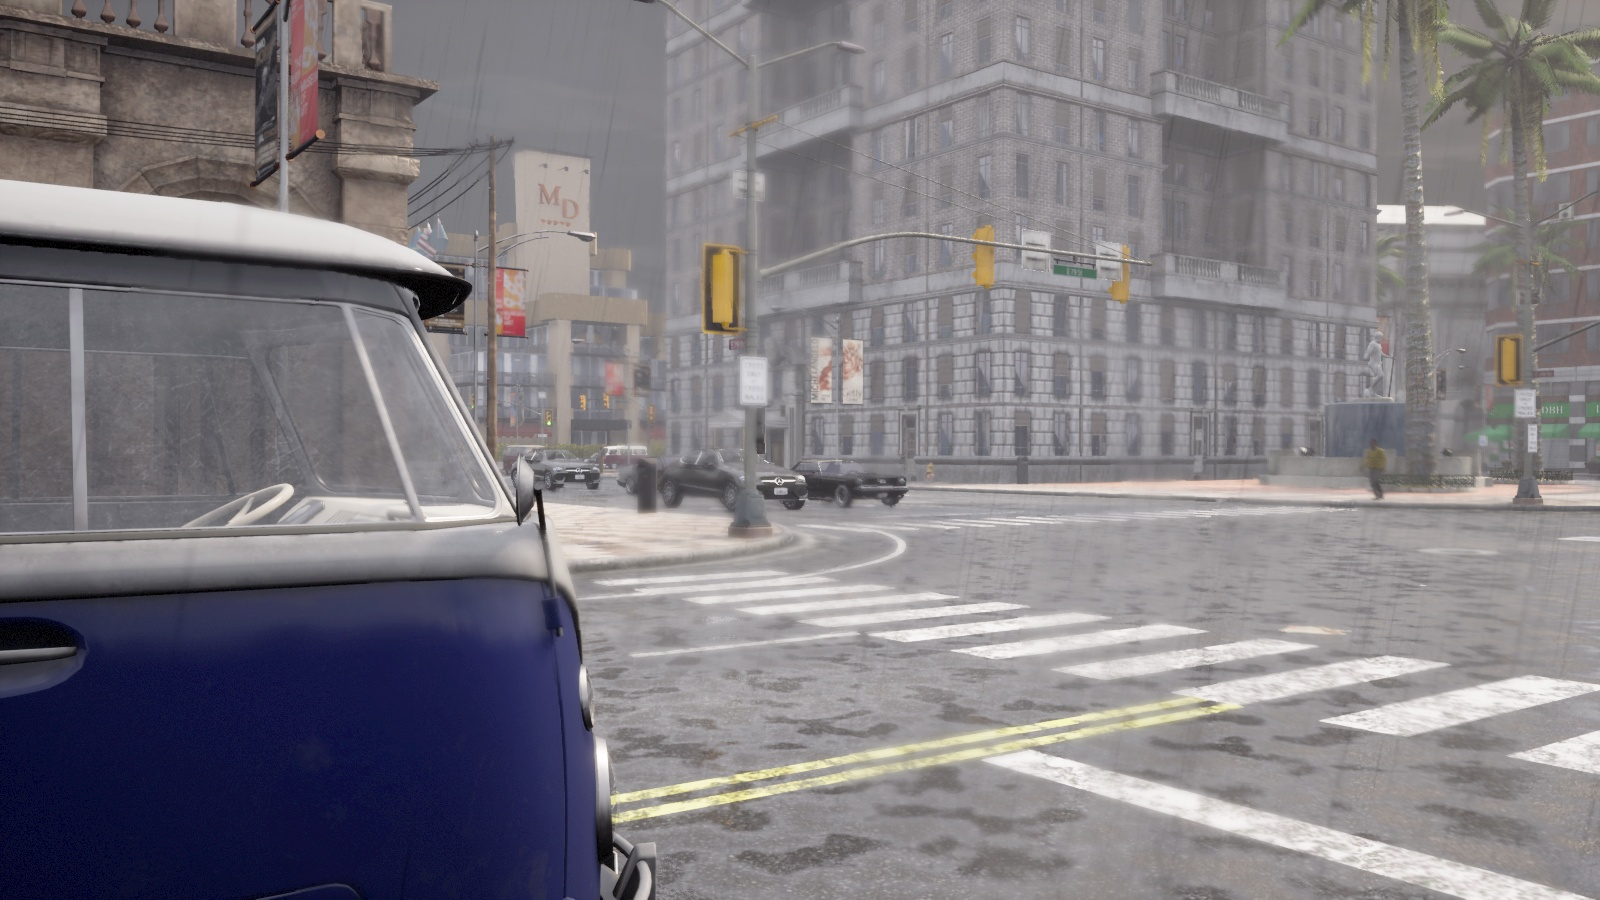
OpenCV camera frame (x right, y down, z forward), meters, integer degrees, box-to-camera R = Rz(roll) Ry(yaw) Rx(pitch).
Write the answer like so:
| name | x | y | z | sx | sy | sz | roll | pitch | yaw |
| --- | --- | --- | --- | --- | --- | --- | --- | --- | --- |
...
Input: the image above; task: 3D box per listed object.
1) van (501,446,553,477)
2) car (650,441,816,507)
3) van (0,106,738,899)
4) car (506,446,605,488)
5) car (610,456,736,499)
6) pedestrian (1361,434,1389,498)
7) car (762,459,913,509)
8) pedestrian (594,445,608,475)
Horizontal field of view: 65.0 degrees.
| name | x | y | z | sx | sy | sz | roll | pitch | yaw |
| --- | --- | --- | --- | --- | --- | --- | --- | --- | --- |
| van | -17.998 | 0.739 | 83.042 | 1.775 | 1.987 | 4.442 | 0 | 0 | 10 |
| car | -1.910 | 0.611 | 34.029 | 2.152 | 1.651 | 5.027 | 0 | 0 | -35 |
| van | -2.452 | 0.508 | 1.947 | 4.442 | 1.987 | 1.775 | 0 | 0 | -35 |
| car | -10.185 | 0.672 | 51.933 | 2.152 | 1.651 | 5.027 | 0 | 0 | -35 |
| car | -4.522 | 0.909 | 43.887 | 2.033 | 1.411 | 5.357 | 0 | 0 | -35 |
| pedestrian | 16.482 | 0.455 | 35.967 | 0.709 | 1.840 | 0.431 | 0 | 0 | -36 |
| car | 0.999 | 0.931 | 36.006 | 1.895 | 1.301 | 4.718 | 0 | 0 | -35 |
| pedestrian | -12.392 | 0.619 | 78.180 | 0.694 | 1.848 | 0.540 | 0 | 0 | -43 |
